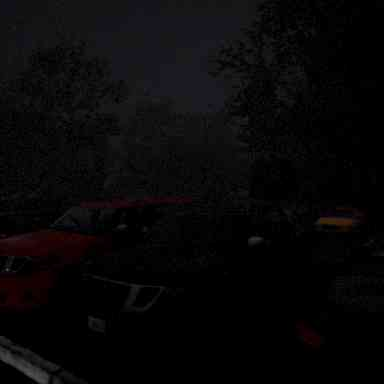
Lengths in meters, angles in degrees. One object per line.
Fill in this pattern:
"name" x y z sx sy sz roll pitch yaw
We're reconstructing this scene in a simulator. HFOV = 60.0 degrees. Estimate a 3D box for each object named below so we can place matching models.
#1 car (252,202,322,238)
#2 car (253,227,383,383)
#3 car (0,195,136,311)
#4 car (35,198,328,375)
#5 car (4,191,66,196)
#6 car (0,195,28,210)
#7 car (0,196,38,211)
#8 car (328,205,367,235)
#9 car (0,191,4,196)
"car" 5.480 1.434 18.684 2.231 1.521 4.892 1 0 35
"car" 2.783 1.517 4.550 2.002 1.452 4.674 1 0 35
"car" -1.803 1.184 7.772 2.435 2.045 5.566 1 0 35
"car" 0.484 1.205 6.150 2.435 2.045 5.566 1 0 35
"car" -15.111 0.993 33.247 2.435 2.045 5.566 1 0 35
"car" -21.812 1.189 38.029 2.097 1.535 5.008 0 0 35
"car" -19.641 1.245 36.492 2.002 1.452 4.674 0 0 35
"car" 7.634 1.451 16.922 1.946 1.575 5.366 1 0 35
"car" -17.283 0.973 34.787 2.435 2.045 5.566 1 0 35
